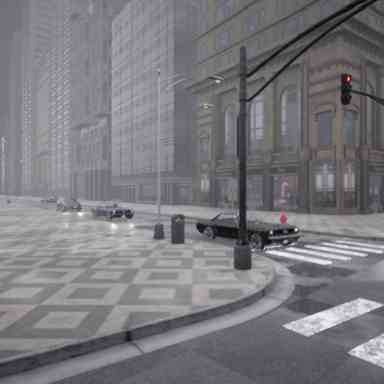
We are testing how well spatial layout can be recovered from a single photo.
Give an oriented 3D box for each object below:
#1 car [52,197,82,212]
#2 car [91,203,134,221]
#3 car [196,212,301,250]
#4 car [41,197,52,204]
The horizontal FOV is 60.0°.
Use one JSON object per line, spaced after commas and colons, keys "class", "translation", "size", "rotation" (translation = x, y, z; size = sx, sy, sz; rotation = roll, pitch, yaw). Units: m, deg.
{"class": "car", "translation": [-13.624, 1.392, 36.710], "size": [1.837, 1.490, 4.892], "rotation": [0, 0, -35]}
{"class": "car", "translation": [-6.366, 1.517, 26.493], "size": [1.895, 1.301, 4.718], "rotation": [0, 0, -36]}
{"class": "car", "translation": [2.258, 1.559, 14.361], "size": [1.895, 1.301, 4.718], "rotation": [0, 0, -35]}
{"class": "car", "translation": [-25.093, 1.442, 58.333], "size": [1.895, 1.301, 4.718], "rotation": [0, 0, -36]}
